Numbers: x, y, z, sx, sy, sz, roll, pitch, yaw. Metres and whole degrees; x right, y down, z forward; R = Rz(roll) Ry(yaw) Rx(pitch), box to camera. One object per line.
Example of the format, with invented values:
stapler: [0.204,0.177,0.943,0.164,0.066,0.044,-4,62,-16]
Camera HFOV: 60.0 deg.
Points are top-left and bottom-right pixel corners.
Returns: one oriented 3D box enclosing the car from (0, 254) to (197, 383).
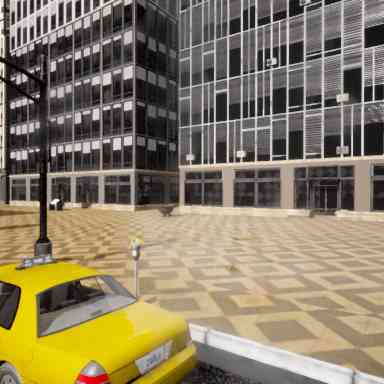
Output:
car: [-2.228,1.525,4.479,4.829,1.417,1.752,0,0,36]
